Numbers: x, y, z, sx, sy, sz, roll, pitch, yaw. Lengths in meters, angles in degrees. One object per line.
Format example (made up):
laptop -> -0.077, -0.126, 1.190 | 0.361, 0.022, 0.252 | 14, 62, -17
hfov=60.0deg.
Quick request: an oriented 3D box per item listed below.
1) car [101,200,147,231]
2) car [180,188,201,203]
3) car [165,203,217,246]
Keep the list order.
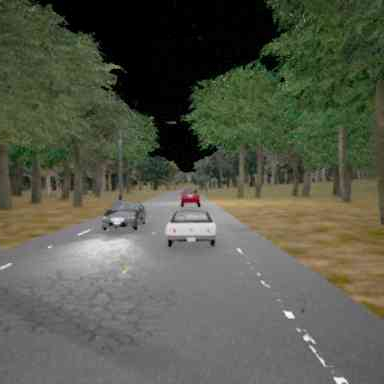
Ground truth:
car -> -3.639, 1.213, 18.522 | 2.128, 1.511, 4.902 | 0, 1, 0
car -> -0.184, 0.572, 38.919 | 2.150, 2.045, 5.566 | 0, 1, 0
car -> -0.028, 1.377, 14.066 | 1.895, 1.301, 4.718 | 0, 1, 0
